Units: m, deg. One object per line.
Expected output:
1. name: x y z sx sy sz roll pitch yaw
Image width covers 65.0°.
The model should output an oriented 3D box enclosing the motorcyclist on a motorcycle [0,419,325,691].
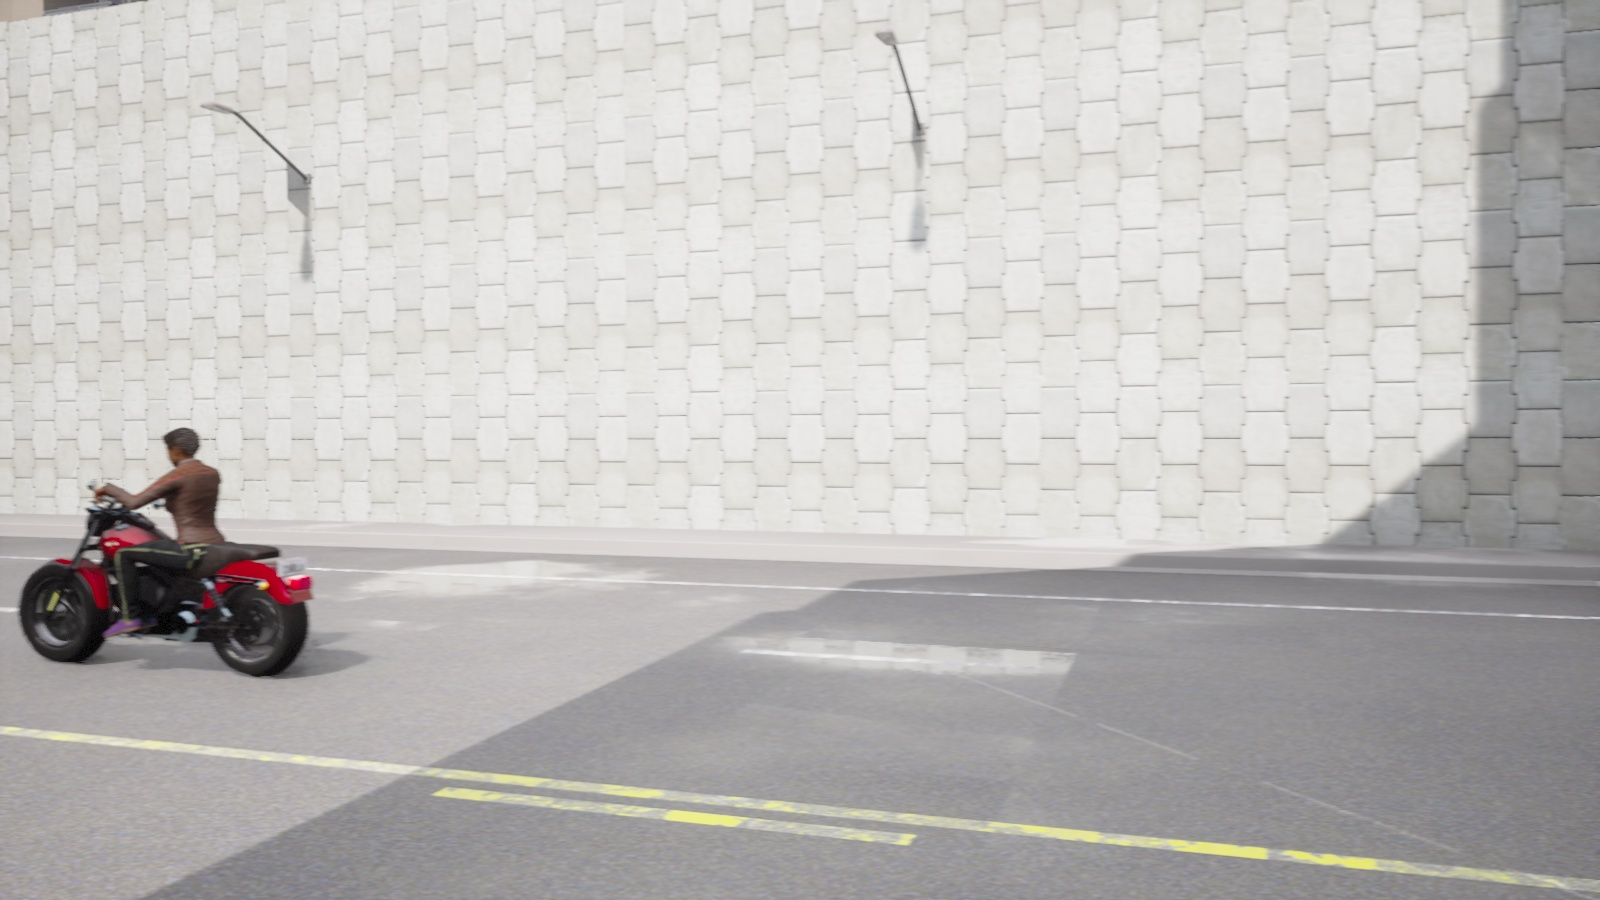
1. motorcyclist on a motorcycle: -4.400 0.626 8.362 2.350 1.649 0.766 0 1 19
